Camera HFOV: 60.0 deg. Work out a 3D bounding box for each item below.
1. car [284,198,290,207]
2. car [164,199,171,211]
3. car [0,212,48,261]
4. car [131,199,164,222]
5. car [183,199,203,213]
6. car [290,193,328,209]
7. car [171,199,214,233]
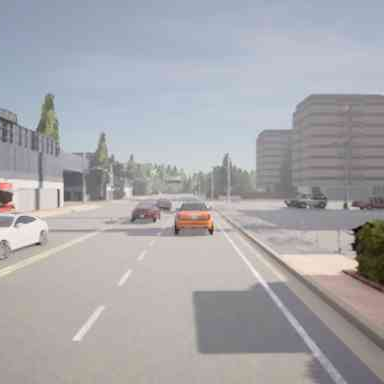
[{"bbox_3d":[14.275,1.078,42.843,4.605,1.855,1.932,0,0,-2],"label":"car"},{"bbox_3d":[-3.450,1.493,39.718,1.994,1.385,4.181,0,0,0],"label":"car"},{"bbox_3d":[-7.005,1.503,12.395,1.812,1.442,4.674,0,0,0],"label":"car"},{"bbox_3d":[-3.445,1.481,25.374,1.812,1.442,4.674,0,0,0],"label":"car"},{"bbox_3d":[0.091,1.482,36.723,2.033,1.411,5.357,0,0,0],"label":"car"},{"bbox_3d":[14.294,1.086,39.948,3.866,1.878,1.905,0,0,-2],"label":"car"},{"bbox_3d":[0.102,1.318,19.295,2.097,1.767,4.553,0,0,0],"label":"car"}]
